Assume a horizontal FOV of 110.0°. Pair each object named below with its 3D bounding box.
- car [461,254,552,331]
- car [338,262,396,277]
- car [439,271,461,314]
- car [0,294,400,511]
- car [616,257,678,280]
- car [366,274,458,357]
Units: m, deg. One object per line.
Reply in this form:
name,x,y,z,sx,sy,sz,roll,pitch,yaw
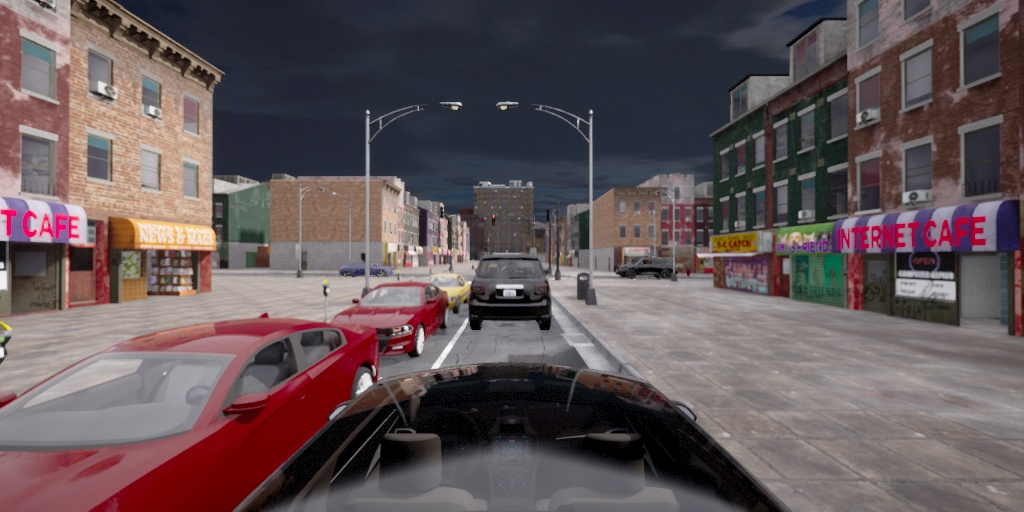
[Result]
car,-0.027,0.973,11.160,2.150,2.045,5.566,0,0,1
car,-12.544,1.207,31.200,4.674,1.442,1.812,0,0,-2
car,-2.635,1.278,13.873,1.751,1.417,4.829,0,0,0
car,-2.637,1.295,3.055,1.888,1.381,4.507,0,0,0
car,12.815,1.152,34.225,5.566,2.045,2.150,0,0,0
car,-2.636,1.295,8.549,1.888,1.381,4.507,0,0,0
